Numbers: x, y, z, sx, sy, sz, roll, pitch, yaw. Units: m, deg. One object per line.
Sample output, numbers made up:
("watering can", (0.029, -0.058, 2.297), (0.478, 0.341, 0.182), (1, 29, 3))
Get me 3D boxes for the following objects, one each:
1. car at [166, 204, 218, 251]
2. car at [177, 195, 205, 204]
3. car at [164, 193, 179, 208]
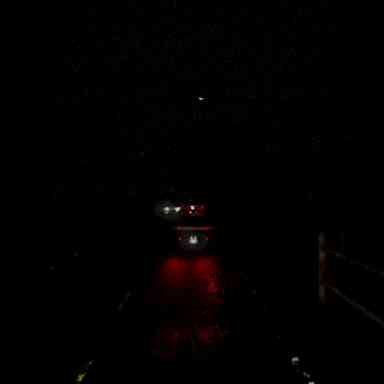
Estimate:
("car", (0.060, 1.483, 13.939), (2.128, 1.511, 4.902), (0, 0, 0))
("car", (0.052, 1.341, 28.908), (2.097, 1.767, 4.553), (0, 0, 0))
("car", (-2.861, 1.222, 49.617), (2.150, 2.045, 5.566), (0, 0, 0))
